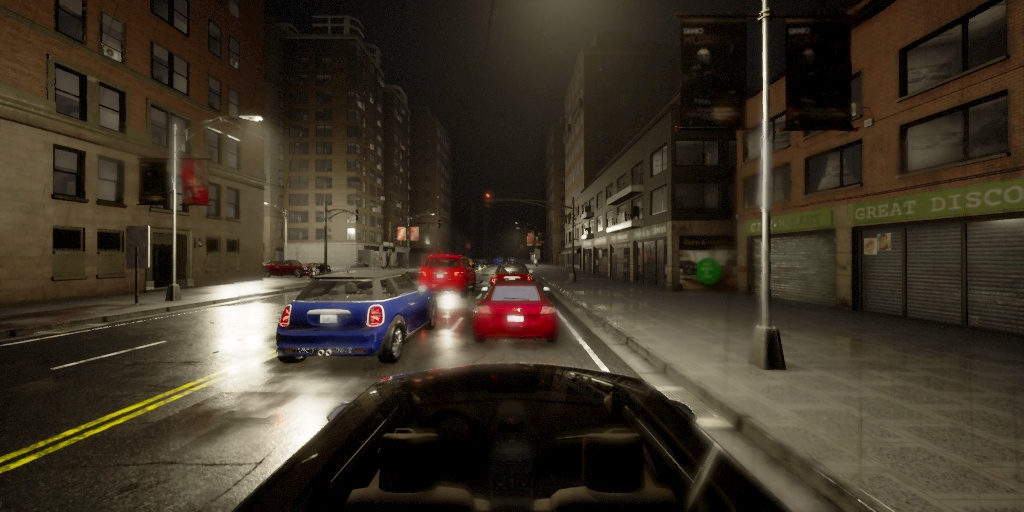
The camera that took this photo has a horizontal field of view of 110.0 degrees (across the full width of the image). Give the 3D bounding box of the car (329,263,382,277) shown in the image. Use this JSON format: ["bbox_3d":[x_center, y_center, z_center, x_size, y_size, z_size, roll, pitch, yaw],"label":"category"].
[{"bbox_3d":[-15.781,1.366,36.456,4.718,1.301,1.895,0,0,-17],"label":"car"}]

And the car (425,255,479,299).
[{"bbox_3d":[-3.139,0.974,18.328,2.150,2.045,5.566,0,0,0],"label":"car"}]

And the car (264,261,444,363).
[{"bbox_3d":[-3.142,1.103,8.289,2.097,1.767,4.553,0,0,0],"label":"car"}]

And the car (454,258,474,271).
[{"bbox_3d":[-6.566,1.120,49.397,2.097,1.767,4.553,0,0,0],"label":"car"}]

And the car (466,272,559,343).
[{"bbox_3d":[0.098,1.315,9.671,1.994,1.385,4.181,0,0,0],"label":"car"}]

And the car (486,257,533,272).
[{"bbox_3d":[0.011,1.104,18.289,2.097,1.767,4.553,0,0,0],"label":"car"}]

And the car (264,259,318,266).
[{"bbox_3d":[-20.772,1.103,33.621,4.553,1.767,2.097,0,0,2],"label":"car"}]
